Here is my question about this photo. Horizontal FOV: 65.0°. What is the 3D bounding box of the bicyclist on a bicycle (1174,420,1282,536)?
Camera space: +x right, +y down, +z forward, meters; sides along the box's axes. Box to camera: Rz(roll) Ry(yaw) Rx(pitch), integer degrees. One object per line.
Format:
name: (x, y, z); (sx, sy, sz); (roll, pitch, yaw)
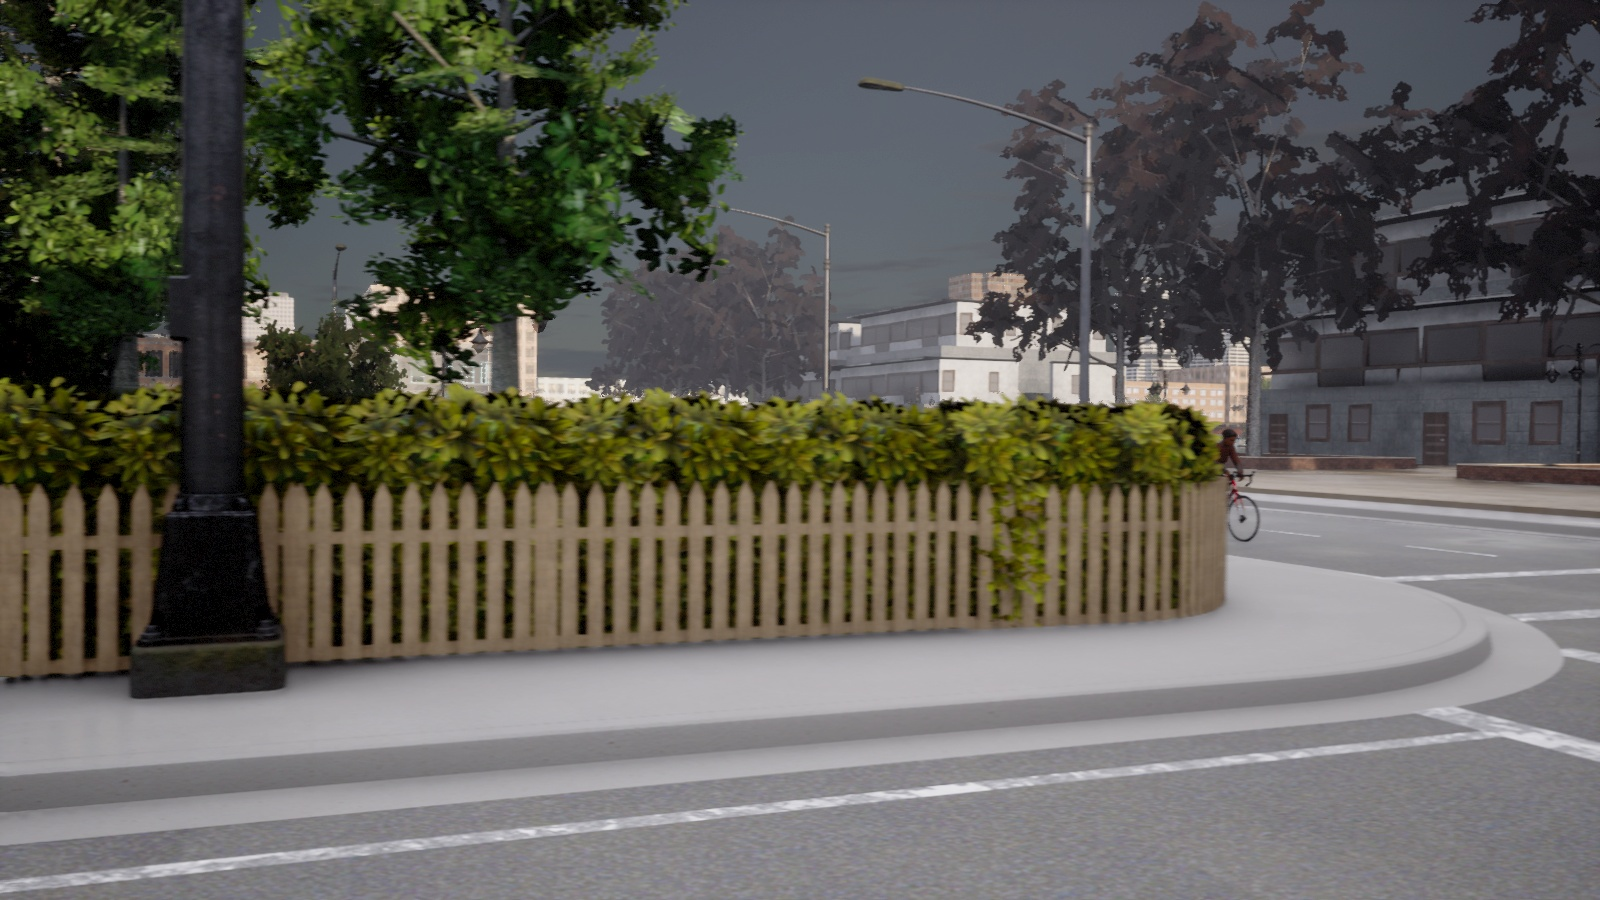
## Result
bicyclist on a bicycle: (6.295, 0.381, 18.554); (0.582, 1.620, 1.656); (-1, 1, -21)
